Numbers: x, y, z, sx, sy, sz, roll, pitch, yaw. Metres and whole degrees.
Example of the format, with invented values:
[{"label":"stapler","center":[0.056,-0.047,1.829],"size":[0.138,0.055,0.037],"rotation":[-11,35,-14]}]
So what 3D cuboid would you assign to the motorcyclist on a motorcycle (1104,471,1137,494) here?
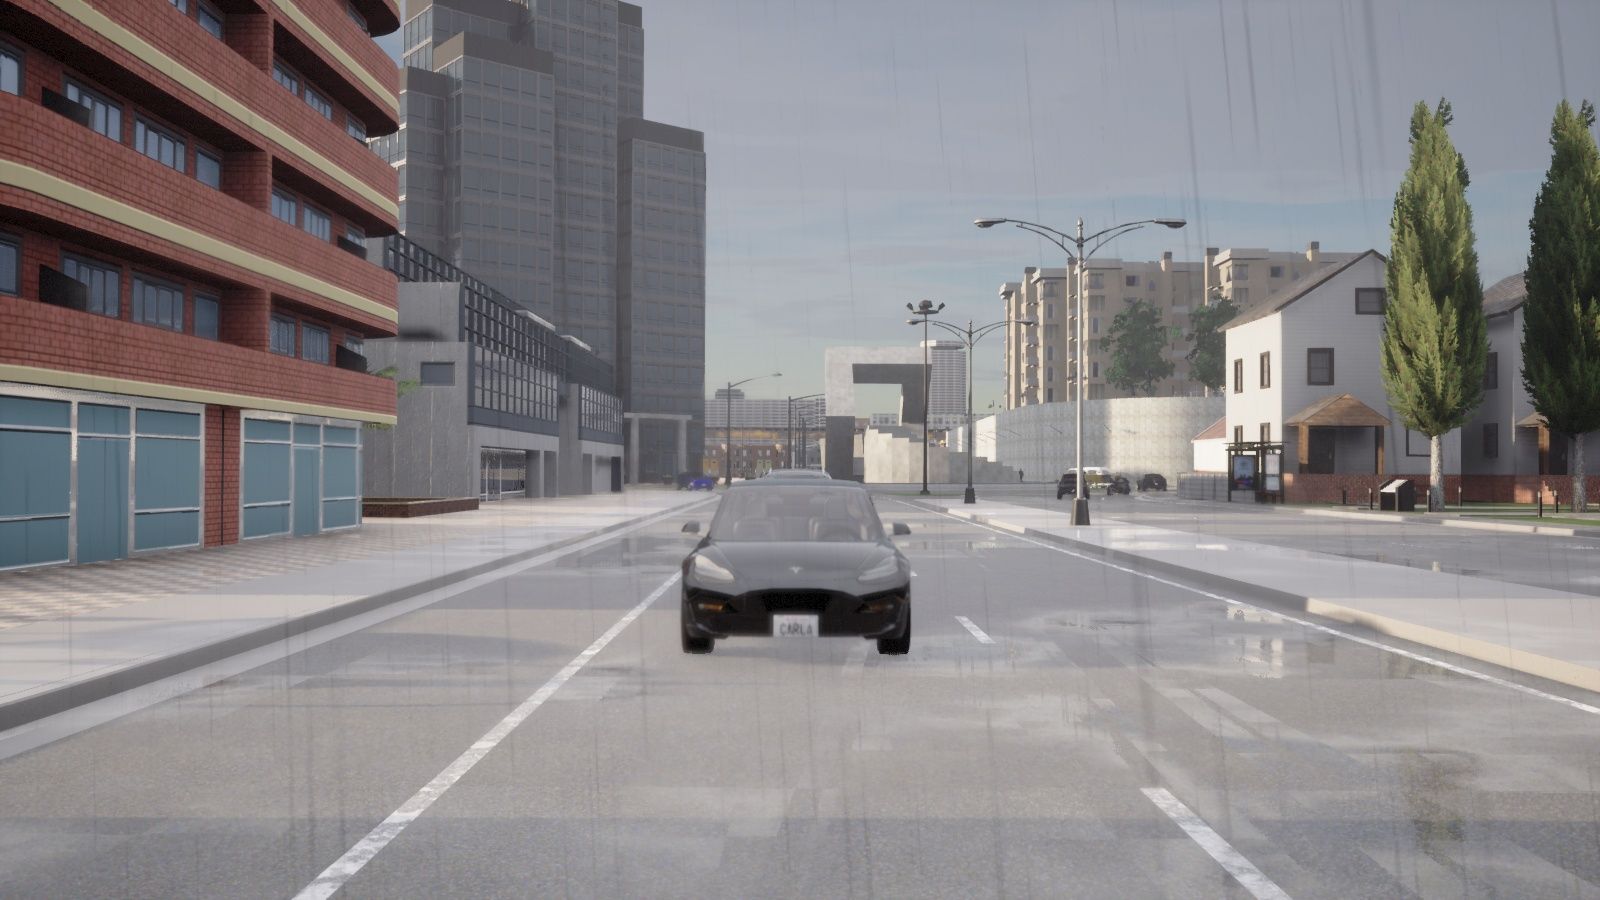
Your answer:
[{"label":"motorcyclist on a motorcycle","center":[21.962,2.203,86.056],"size":[2.191,1.530,0.866],"rotation":[0,-2,-31]}]

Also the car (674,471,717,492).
[{"label":"car","center":[-8.094,2.419,97.026],"size":[2.007,1.525,4.514],"rotation":[0,-1,-24]}]

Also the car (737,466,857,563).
[{"label":"car","center":[-0.054,1.145,23.859],"size":[2.033,1.649,4.856],"rotation":[0,-1,0]}]

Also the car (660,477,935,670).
[{"label":"car","center":[-0.028,1.021,12.294],"size":[2.163,1.488,4.792],"rotation":[0,-1,0]}]

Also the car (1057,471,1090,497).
[{"label":"car","center":[16.161,1.996,74.090],"size":[1.837,1.490,4.892],"rotation":[0,-1,13]}]
